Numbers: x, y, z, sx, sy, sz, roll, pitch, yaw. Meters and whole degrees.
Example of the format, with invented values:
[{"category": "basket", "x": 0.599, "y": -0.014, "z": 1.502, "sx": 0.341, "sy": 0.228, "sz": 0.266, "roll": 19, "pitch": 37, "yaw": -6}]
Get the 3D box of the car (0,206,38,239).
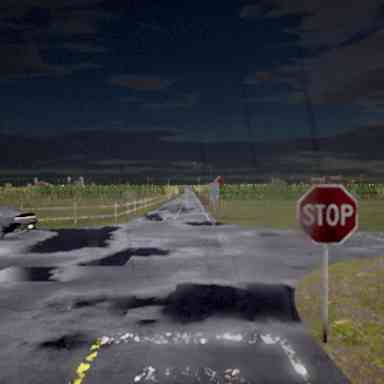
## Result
[{"category": "car", "x": -10.152, "y": 1.429, "z": 16.412, "sx": 4.902, "sy": 1.511, "sz": 2.128, "roll": 0, "pitch": 0, "yaw": 10}]
